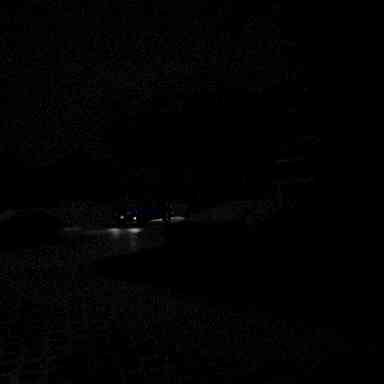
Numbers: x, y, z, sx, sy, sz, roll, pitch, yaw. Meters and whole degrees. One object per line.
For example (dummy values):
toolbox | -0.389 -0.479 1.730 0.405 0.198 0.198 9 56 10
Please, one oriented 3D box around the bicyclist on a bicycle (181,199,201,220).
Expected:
bicyclist on a bicycle | 0.007 1.252 19.876 1.656 1.620 0.582 -3 -2 28

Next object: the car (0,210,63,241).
car | -8.573 1.616 16.272 1.812 1.442 4.674 -3 -2 30

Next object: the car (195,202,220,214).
car | 2.018 1.860 36.181 2.128 1.511 4.902 -2 -2 28

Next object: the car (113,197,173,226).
car | -3.595 1.440 25.596 2.150 2.045 5.566 -2 -2 27
